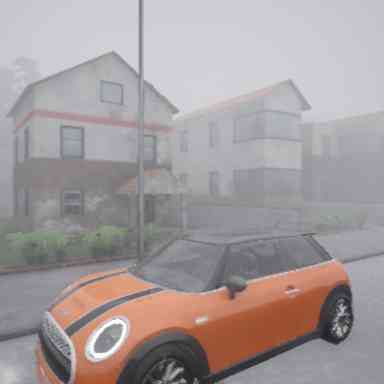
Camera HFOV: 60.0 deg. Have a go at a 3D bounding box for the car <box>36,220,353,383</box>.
[{"bbox_3d":[0.289,1.352,4.812,4.553,1.767,2.097,0,0,-35],"label":"car"}]
